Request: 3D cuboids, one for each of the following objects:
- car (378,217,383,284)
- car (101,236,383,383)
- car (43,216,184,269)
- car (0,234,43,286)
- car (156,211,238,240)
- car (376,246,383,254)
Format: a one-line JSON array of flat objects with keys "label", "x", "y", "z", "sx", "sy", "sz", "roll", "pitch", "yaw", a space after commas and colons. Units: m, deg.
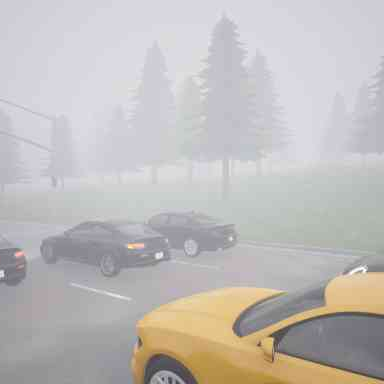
[{"label": "car", "x": 7.150, "y": 1.478, "z": 7.492, "sx": 5.008, "sy": 1.535, "sz": 1.882, "roll": 0, "pitch": 0, "yaw": 35}, {"label": "car", "x": 1.655, "y": 1.478, "z": 2.812, "sx": 5.008, "sy": 1.535, "sz": 1.882, "roll": 0, "pitch": 0, "yaw": 36}, {"label": "car", "x": -2.739, "y": 1.526, "z": 10.210, "sx": 4.674, "sy": 1.442, "sz": 1.812, "roll": 0, "pitch": 0, "yaw": 36}, {"label": "car", "x": -5.844, "y": 1.526, "z": 8.137, "sx": 4.674, "sy": 1.442, "sz": 1.812, "roll": 0, "pitch": 0, "yaw": 36}, {"label": "car", "x": -0.654, "y": 1.478, "z": 13.022, "sx": 5.008, "sy": 1.535, "sz": 1.882, "roll": 0, "pitch": 0, "yaw": 36}, {"label": "car", "x": 4.642, "y": 1.352, "z": 4.980, "sx": 4.553, "sy": 1.767, "sz": 2.097, "roll": 0, "pitch": 0, "yaw": 36}]
